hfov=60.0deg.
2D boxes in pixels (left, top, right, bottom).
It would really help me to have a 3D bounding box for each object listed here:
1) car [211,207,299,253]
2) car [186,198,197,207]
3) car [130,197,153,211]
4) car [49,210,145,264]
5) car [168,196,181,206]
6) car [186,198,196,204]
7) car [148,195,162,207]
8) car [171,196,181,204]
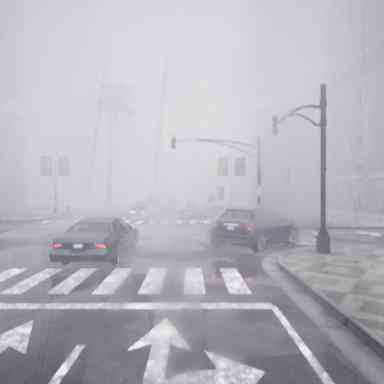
[{"bbox_3d":[2.831,1.414,14.303,2.097,1.767,4.553,2,0,39],"label":"car"},{"bbox_3d":[-0.113,1.975,60.656,1.895,1.301,4.718,0,-1,0],"label":"car"},{"bbox_3d":[-6.695,1.750,43.105,2.033,1.411,5.357,0,0,0],"label":"car"},{"bbox_3d":[-3.204,1.588,11.887,2.033,1.411,5.357,0,0,0],"label":"car"},{"bbox_3d":[-3.401,1.751,62.776,2.097,1.767,4.553,0,-1,0],"label":"car"},{"bbox_3d":[-0.174,1.949,72.847,2.033,1.411,5.357,0,-1,0],"label":"car"},{"bbox_3d":[-6.688,1.579,59.377,2.150,2.045,5.566,0,0,0],"label":"car"},{"bbox_3d":[-3.424,1.764,72.812,2.097,1.767,4.553,0,-1,0],"label":"car"}]
